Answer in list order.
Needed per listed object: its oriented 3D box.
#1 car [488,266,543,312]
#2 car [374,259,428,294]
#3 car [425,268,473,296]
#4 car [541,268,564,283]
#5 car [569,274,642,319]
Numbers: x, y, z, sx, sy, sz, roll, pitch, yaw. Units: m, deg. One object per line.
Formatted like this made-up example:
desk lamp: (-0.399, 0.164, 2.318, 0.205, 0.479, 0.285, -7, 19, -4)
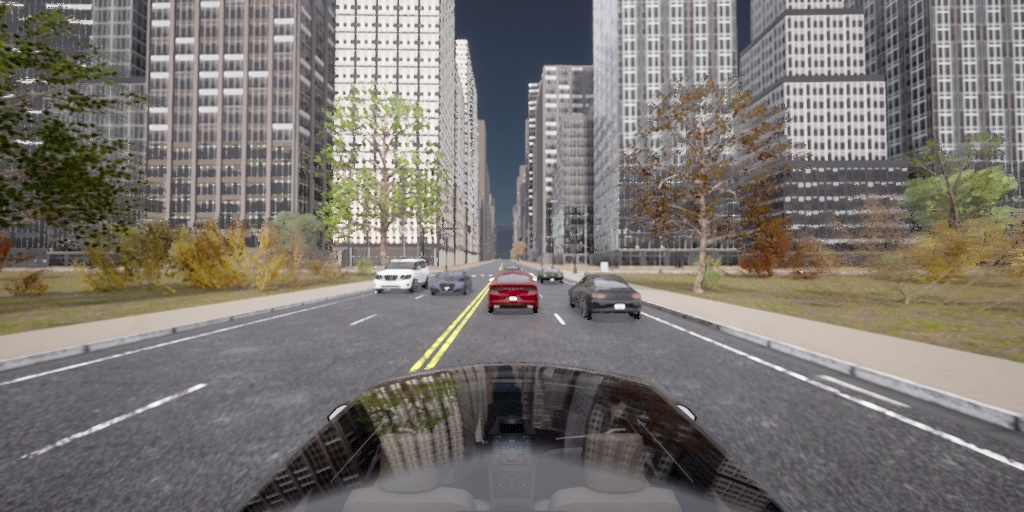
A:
car: (0.048, 1.370, 15.038, 1.882, 1.535, 5.008, 0, -1, 0)
car: (-6.665, 1.191, 22.383, 2.150, 2.045, 5.566, 0, -1, 0)
car: (-3.410, 1.518, 20.828, 1.994, 1.385, 4.181, 0, -1, 0)
car: (3.247, 1.660, 31.226, 1.895, 1.301, 4.718, 0, -1, 0)
car: (3.298, 1.399, 13.262, 1.812, 1.442, 4.674, 0, 0, 0)
